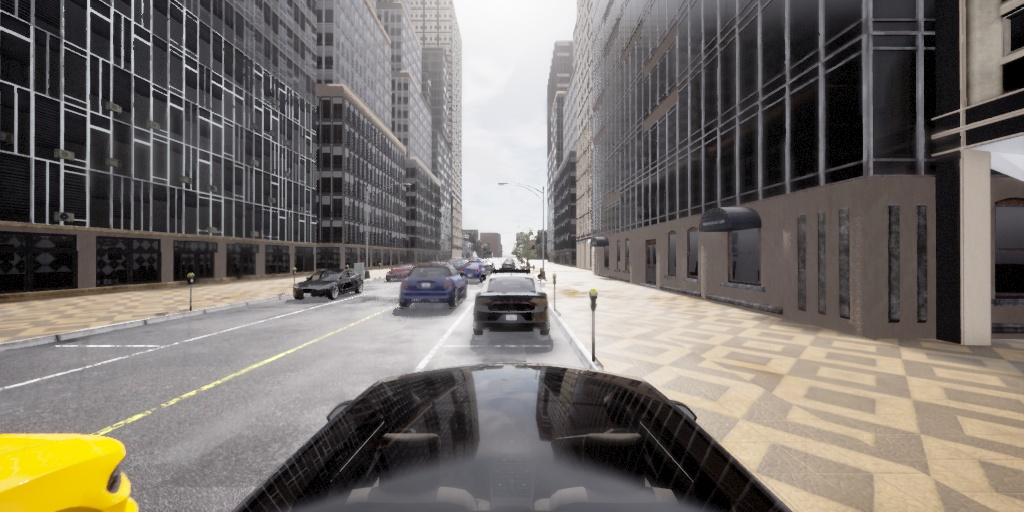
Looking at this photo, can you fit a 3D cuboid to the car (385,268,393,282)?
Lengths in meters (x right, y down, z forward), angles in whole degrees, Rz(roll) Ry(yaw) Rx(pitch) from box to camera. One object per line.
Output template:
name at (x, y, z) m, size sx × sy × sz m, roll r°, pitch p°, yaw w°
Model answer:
car at (-8.835, 1.325, 29.033) m, size 1.802 × 1.307 × 4.207 m, roll 0°, pitch 0°, yaw 0°

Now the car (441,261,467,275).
car at (-6.230, 1.284, 39.261) m, size 2.033 × 1.411 × 5.357 m, roll 0°, pitch 0°, yaw 0°

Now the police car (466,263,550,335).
police car at (-0.012, 1.174, 10.609) m, size 1.930 × 1.638 × 5.238 m, roll 0°, pitch 0°, yaw 0°

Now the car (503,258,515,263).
car at (-0.455, 1.298, 46.099) m, size 1.948 × 1.339 × 4.313 m, roll 0°, pitch 0°, yaw 0°

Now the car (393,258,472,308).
car at (-3.144, 1.100, 15.231) m, size 2.097 × 1.767 × 4.553 m, roll 0°, pitch 0°, yaw 0°

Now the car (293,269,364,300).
car at (-8.836, 1.313, 17.650) m, size 1.948 × 1.339 × 4.313 m, roll 0°, pitch 0°, yaw 0°

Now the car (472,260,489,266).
car at (-3.062, 1.269, 28.426) m, size 1.812 × 1.442 × 4.674 m, roll 0°, pitch 0°, yaw 0°

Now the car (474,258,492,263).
car at (-3.060, 1.282, 42.823) m, size 2.033 × 1.411 × 5.357 m, roll 0°, pitch 0°, yaw 0°
